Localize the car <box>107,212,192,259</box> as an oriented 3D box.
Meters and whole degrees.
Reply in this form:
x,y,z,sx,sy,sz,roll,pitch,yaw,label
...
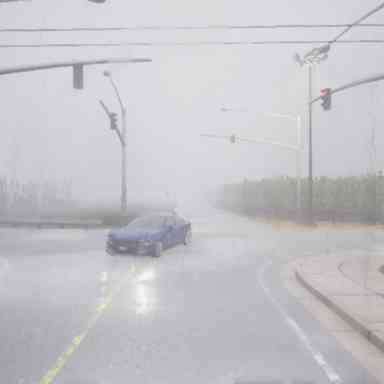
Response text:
x,y,z,sx,sy,sz,roll,pitch,yaw,label
-1.512,1.623,13.510,1.882,1.535,5.008,1,0,19,car
